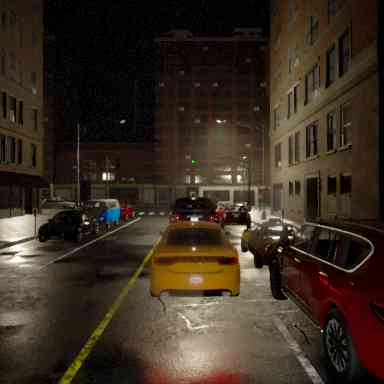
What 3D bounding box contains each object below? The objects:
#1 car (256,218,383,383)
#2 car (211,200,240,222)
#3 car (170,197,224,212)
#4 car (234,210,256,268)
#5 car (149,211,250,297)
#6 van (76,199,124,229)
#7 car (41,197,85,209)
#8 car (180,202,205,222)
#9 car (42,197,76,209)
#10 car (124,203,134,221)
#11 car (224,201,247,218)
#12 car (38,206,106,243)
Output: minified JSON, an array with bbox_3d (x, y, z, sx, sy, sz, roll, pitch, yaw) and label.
[{"bbox_3d":[2.672,1.318,5.334,2.192,1.841,5.009,1,0,0],"label":"car"},{"bbox_3d":[2.648,1.471,27.265,1.967,1.590,4.097,1,0,0],"label":"car"},{"bbox_3d":[0.086,1.237,16.216,2.150,2.045,5.566,0,0,0],"label":"car"},{"bbox_3d":[2.664,1.534,10.987,1.752,1.417,4.829,1,0,0],"label":"car"},{"bbox_3d":[0.041,1.484,8.642,1.882,1.535,5.008,0,0,-1],"label":"car"},{"bbox_3d":[-5.871,1.365,21.775,1.690,1.788,3.998,1,0,0],"label":"van"},{"bbox_3d":[-16.750,1.409,43.396,4.902,1.511,2.128,0,-1,0],"label":"car"},{"bbox_3d":[0.060,1.596,27.687,1.994,1.385,4.181,0,0,1],"label":"car"},{"bbox_3d":[-16.550,1.483,40.134,4.718,1.301,1.895,0,-1,1],"label":"car"},{"bbox_3d":[-5.878,1.576,27.257,1.887,1.381,4.507,1,0,0],"label":"car"},{"bbox_3d":[2.653,1.464,21.782,1.967,1.590,4.097,1,0,0],"label":"car"},{"bbox_3d":[-5.867,1.582,16.292,1.947,1.339,4.313,1,0,0],"label":"car"}]
